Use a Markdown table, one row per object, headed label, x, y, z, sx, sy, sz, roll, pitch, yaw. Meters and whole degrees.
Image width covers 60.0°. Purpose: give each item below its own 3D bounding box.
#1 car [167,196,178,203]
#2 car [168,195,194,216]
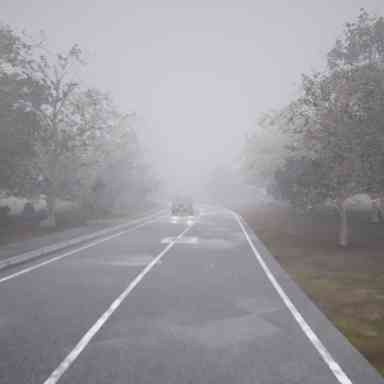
| label | x | y | z | sx | sy | sz | roll | pitch | yaw |
| --- | --- | --- | --- | --- | --- | --- | --- | --- | --- |
| car | -4.477 | 1.626 | 76.493 | 1.837 | 1.490 | 4.892 | 1 | 0 | -12 |
| car | -0.914 | 1.388 | 35.820 | 2.150 | 2.045 | 5.566 | 0 | 0 | 3 |
